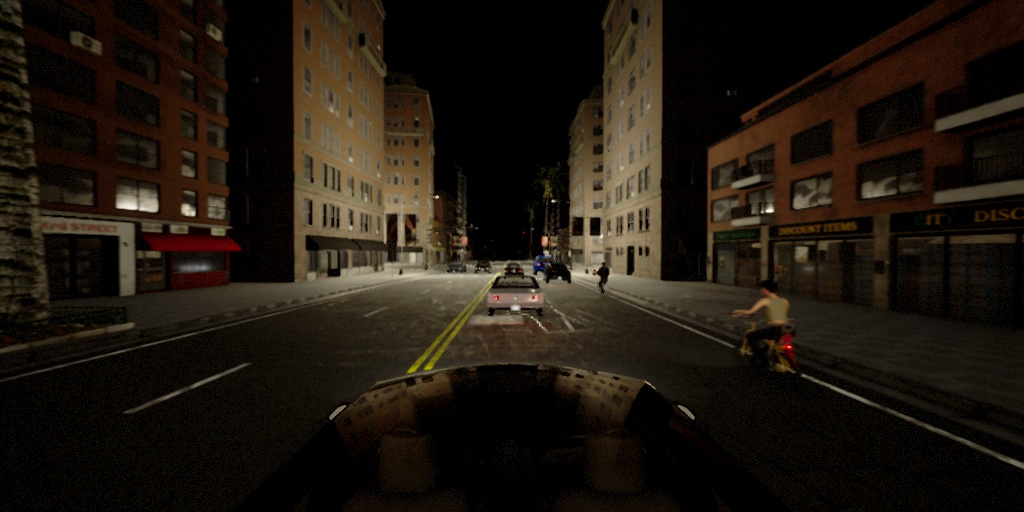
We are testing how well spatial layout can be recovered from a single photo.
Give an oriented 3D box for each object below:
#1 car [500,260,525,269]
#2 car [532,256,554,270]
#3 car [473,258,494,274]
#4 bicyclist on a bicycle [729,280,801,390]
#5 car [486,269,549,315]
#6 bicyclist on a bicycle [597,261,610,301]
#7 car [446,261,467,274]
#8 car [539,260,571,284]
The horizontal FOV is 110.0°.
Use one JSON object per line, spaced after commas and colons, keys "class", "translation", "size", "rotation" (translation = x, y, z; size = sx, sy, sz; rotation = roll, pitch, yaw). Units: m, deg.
{"class": "car", "translation": [0.164, 1.311, 32.155], "size": [2.033, 1.411, 5.357], "rotation": [0, 0, 0]}
{"class": "car", "translation": [3.326, 0.994, 37.688], "size": [2.150, 2.045, 5.566], "rotation": [0, 0, 0]}
{"class": "car", "translation": [-3.199, 1.273, 40.514], "size": [1.837, 1.490, 4.892], "rotation": [0, -1, 1]}
{"class": "bicyclist on a bicycle", "translation": [4.124, 1.191, 5.864], "size": [0.866, 1.612, 1.509], "rotation": [0, 0, 0]}
{"class": "car", "translation": [0.122, 1.349, 13.545], "size": [1.895, 1.301, 4.718], "rotation": [0, 0, 0]}
{"class": "bicyclist on a bicycle", "translation": [4.173, 1.127, 16.537], "size": [0.659, 1.776, 1.843], "rotation": [0, 0, 0]}
{"class": "car", "translation": [-6.425, 1.311, 42.360], "size": [2.033, 1.411, 5.357], "rotation": [0, 0, 0]}
{"class": "car", "translation": [3.352, 1.268, 27.328], "size": [1.837, 1.490, 4.892], "rotation": [0, 0, 1]}
